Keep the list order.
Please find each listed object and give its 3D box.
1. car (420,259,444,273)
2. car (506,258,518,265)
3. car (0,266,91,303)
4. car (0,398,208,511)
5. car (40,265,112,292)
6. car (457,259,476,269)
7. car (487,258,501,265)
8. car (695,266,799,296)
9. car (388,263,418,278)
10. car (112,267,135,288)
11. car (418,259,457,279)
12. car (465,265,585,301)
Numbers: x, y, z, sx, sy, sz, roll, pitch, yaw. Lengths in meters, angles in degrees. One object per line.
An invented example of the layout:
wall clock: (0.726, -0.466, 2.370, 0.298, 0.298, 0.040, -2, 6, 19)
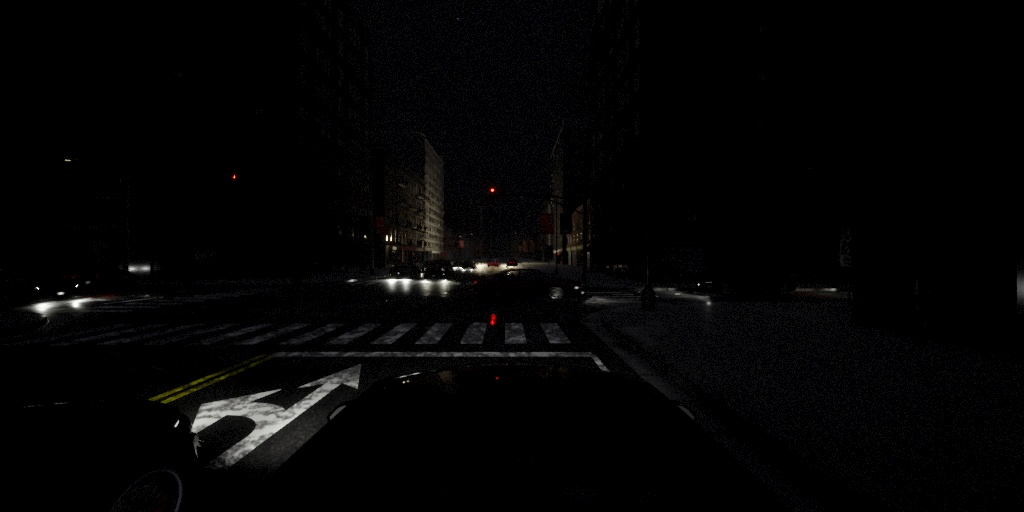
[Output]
car: (-9.842, 1.227, 44.512, 1.882, 1.535, 5.008, 0, 0, 0)
car: (0.008, 1.249, 62.161, 1.837, 1.490, 4.892, 0, 0, 0)
car: (-22.895, 1.292, 16.100, 5.357, 1.411, 2.033, 0, 0, 0)
car: (-3.245, 1.276, 0.749, 1.812, 1.442, 4.674, 0, 0, 0)
car: (-24.809, 1.233, 18.948, 5.008, 1.535, 1.882, 0, 0, 1)
car: (-6.584, 1.293, 54.858, 2.033, 1.411, 5.357, 0, 0, 0)
car: (-3.242, 1.345, 62.608, 1.895, 1.301, 4.718, 0, 0, 0)
car: (12.459, 1.295, 19.202, 4.892, 1.490, 1.837, 0, 0, 2)
car: (-9.845, 1.315, 33.144, 1.994, 1.385, 4.181, 0, 0, 0)
car: (-25.372, 1.331, 21.598, 4.313, 1.339, 1.948, 0, 0, 0)
car: (-6.594, 1.104, 32.365, 2.097, 1.767, 4.553, 0, 0, 0)
car: (0.722, 1.299, 17.325, 5.357, 1.411, 2.033, 0, 0, 21)
